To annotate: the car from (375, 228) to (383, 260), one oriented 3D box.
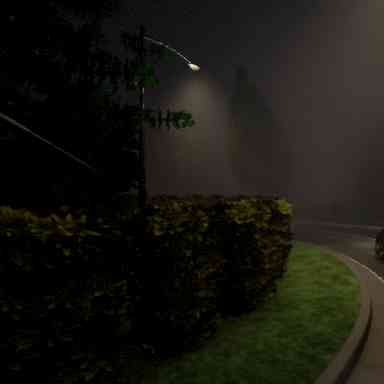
[{"bbox_3d":[6.679,1.492,9.327,2.128,1.511,4.902,0,0,15],"label":"car"}]
